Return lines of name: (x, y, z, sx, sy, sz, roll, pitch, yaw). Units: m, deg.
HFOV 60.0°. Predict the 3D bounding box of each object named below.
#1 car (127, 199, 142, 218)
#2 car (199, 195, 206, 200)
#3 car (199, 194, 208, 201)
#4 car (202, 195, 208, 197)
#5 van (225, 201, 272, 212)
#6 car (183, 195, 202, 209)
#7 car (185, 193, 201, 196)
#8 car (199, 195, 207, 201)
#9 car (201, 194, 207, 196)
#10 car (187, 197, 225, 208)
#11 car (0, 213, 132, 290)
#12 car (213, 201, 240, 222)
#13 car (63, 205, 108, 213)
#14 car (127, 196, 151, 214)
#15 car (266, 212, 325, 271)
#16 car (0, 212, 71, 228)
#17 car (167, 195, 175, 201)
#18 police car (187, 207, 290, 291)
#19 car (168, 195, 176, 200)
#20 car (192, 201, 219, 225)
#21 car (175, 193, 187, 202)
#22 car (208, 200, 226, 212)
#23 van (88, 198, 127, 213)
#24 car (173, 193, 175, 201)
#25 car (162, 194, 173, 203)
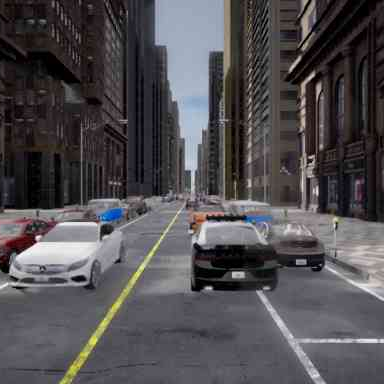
car: (-5.720, 1.557, 27.495, 2.008, 1.369, 4.403, 0, 0, 0)
car: (2.908, 1.604, 94.920, 2.008, 1.369, 4.403, 0, 0, 0)
car: (2.891, 1.358, 83.682, 2.192, 1.841, 5.009, 0, 0, 0)
car: (2.840, 1.540, 50.140, 1.752, 1.417, 4.829, 0, 0, 0)
van: (2.788, 1.344, 16.257, 1.690, 1.788, 3.998, 0, 0, 0)
car: (0.091, 1.538, 45.854, 1.812, 1.442, 4.674, 0, 0, 1)
car: (0.092, 1.500, 59.429, 1.882, 1.535, 5.008, 0, 0, 0)
car: (2.900, 1.614, 89.301, 1.947, 1.339, 4.313, 0, 0, 0)
car: (2.857, 1.589, 61.207, 1.947, 1.339, 4.313, 0, 0, 0)
car: (0.929, 1.355, 18.978, 2.097, 1.767, 4.553, 0, 0, 0)
car: (-3.098, 1.527, 9.212, 1.812, 1.442, 4.674, 0, 0, 0)
car: (2.806, 1.532, 27.665, 1.752, 1.417, 4.829, 0, 0, 0)
car: (-5.737, 1.548, 16.259, 1.887, 1.381, 4.507, 0, 0, 0)
car: (-5.711, 1.323, 33.114, 2.192, 1.841, 5.009, 0, 0, 0)
car: (2.780, 1.552, 10.638, 2.008, 1.369, 4.403, 0, 0, 0)
car: (-5.745, 1.546, 10.640, 1.887, 1.381, 4.507, 0, 0, 0)
car: (-5.625, 1.593, 89.298, 1.887, 1.381, 4.507, 0, 0, 0)
police car: (0.915, 1.426, 9.118, 1.930, 1.638, 5.238, 0, 0, 0)
car: (-5.617, 1.619, 94.916, 1.947, 1.339, 4.313, 0, 0, 0)
car: (0.939, 1.511, 25.008, 1.837, 1.490, 4.892, 0, 0, 0)
car: (-2.876, 1.565, 80.393, 1.812, 1.442, 4.674, 0, 0, 0)
car: (2.823, 1.591, 38.732, 1.802, 1.307, 4.206, 0, 0, 0)
van: (-5.728, 1.346, 21.877, 1.690, 1.788, 3.998, 0, 0, 0)
car: (-5.642, 1.604, 78.061, 1.947, 1.339, 4.313, 0, 0, 0)
car: (-5.651, 1.615, 72.443, 1.802, 1.307, 4.206, 0, 0, 0)
